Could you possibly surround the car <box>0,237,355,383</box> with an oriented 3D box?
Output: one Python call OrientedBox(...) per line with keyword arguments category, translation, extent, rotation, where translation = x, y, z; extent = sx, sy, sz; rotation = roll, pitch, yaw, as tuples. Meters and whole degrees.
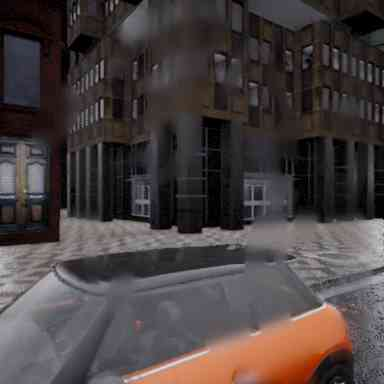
OrientedBox(category="car", translation=(-0.662, 1.360, 2.783), extent=(4.553, 1.767, 2.097), rotation=(1, 0, -36))
